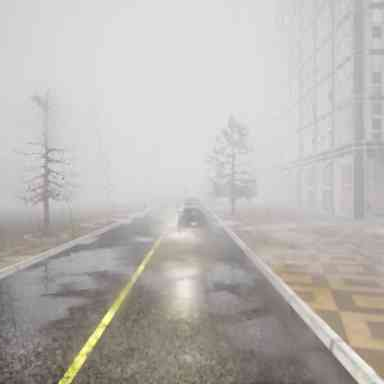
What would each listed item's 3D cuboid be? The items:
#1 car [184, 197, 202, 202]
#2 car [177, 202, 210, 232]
[{"bbox_3d":[0.103,1.356,40.125,2.097,1.767,4.553,0,0,0],"label":"car"},{"bbox_3d":[0.102,1.527,19.892,1.812,1.442,4.674,0,0,0],"label":"car"}]
